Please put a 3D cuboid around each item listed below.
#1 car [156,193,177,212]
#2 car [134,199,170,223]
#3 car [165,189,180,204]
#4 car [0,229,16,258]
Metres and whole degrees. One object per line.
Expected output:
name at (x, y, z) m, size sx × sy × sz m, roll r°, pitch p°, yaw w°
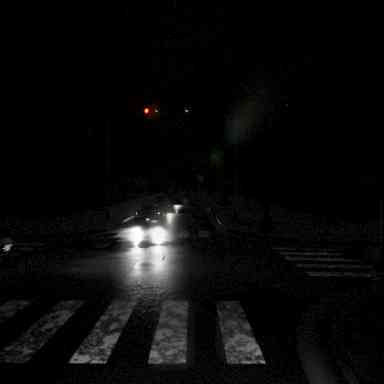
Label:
car at (-2.875, 1.170, 33.794) m, size 1.837 × 1.490 × 4.892 m, roll 0°, pitch 1°, yaw 0°
car at (-2.869, 1.425, 23.681) m, size 1.895 × 1.301 × 4.718 m, roll 0°, pitch 1°, yaw 0°
car at (-2.870, 0.644, 47.253) m, size 2.150 × 2.045 × 5.566 m, roll 0°, pitch 2°, yaw 0°
car at (-7.927, 1.362, 9.930) m, size 4.902 × 1.511 × 2.128 m, roll 1°, pitch 0°, yaw 0°
